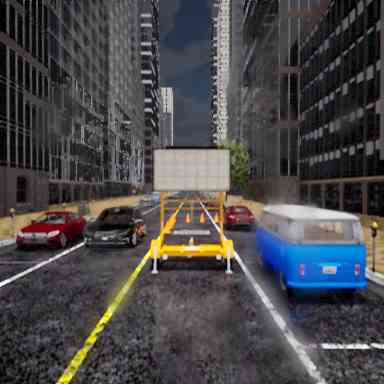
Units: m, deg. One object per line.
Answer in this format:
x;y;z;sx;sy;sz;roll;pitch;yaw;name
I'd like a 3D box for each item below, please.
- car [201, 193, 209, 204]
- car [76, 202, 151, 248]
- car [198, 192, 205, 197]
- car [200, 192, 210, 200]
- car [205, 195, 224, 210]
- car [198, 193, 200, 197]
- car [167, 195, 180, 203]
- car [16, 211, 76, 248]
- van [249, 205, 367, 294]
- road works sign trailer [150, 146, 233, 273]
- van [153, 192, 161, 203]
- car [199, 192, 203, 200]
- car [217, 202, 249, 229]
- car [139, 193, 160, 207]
2.677;1.175;48.189;2.008;1.369;4.403;0;0;0;car
-3.104;1.394;14.266;1.837;1.490;4.892;0;0;0;car
2.666;0.746;93.727;1.887;1.381;4.507;0;1;0;car
2.671;0.858;70.957;1.967;1.590;4.097;0;1;0;car
2.680;1.299;36.805;1.802;1.307;4.206;0;0;0;car
2.673;0.911;65.265;1.967;1.590;4.097;0;1;0;car
-3.097;1.159;55.697;1.895;1.301;4.718;0;1;0;car
-5.695;1.473;14.036;1.802;1.307;4.206;0;0;0;car
2.688;1.276;8.342;1.690;1.788;3.998;0;0;0;van
-0.003;0.384;10.354;2.380;3.560;2.880;0;0;0;road works sign trailer
-5.704;0.916;53.882;1.690;1.788;3.998;0;0;0;van
2.676;1.126;53.882;2.008;1.369;4.403;0;1;0;car
2.685;1.430;19.728;1.802;1.307;4.206;0;0;0;car
-5.702;1.222;42.499;2.008;1.369;4.403;0;0;0;car
